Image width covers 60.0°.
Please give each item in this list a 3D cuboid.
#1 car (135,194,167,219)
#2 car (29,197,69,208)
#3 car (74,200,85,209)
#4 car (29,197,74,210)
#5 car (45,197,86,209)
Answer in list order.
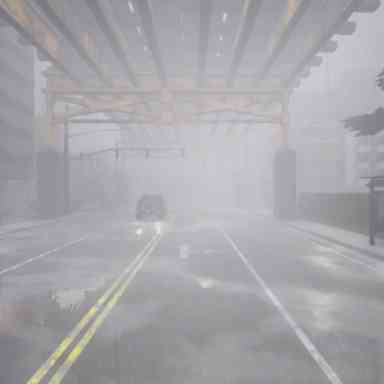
[{"bbox_3d":[-3.411,1.200,28.693,2.150,2.045,5.566,0,0,1],"label":"car"},{"bbox_3d":[-16.981,1.248,39.580,4.536,1.218,1.853,0,0,25],"label":"car"},{"bbox_3d":[-16.639,1.245,43.697,4.536,1.218,1.853,0,0,-20],"label":"car"},{"bbox_3d":[-16.934,1.406,39.558,4.974,1.542,2.038,0,0,25],"label":"car"},{"bbox_3d":[-16.591,1.403,43.715,4.974,1.542,2.038,0,0,-20],"label":"car"}]
